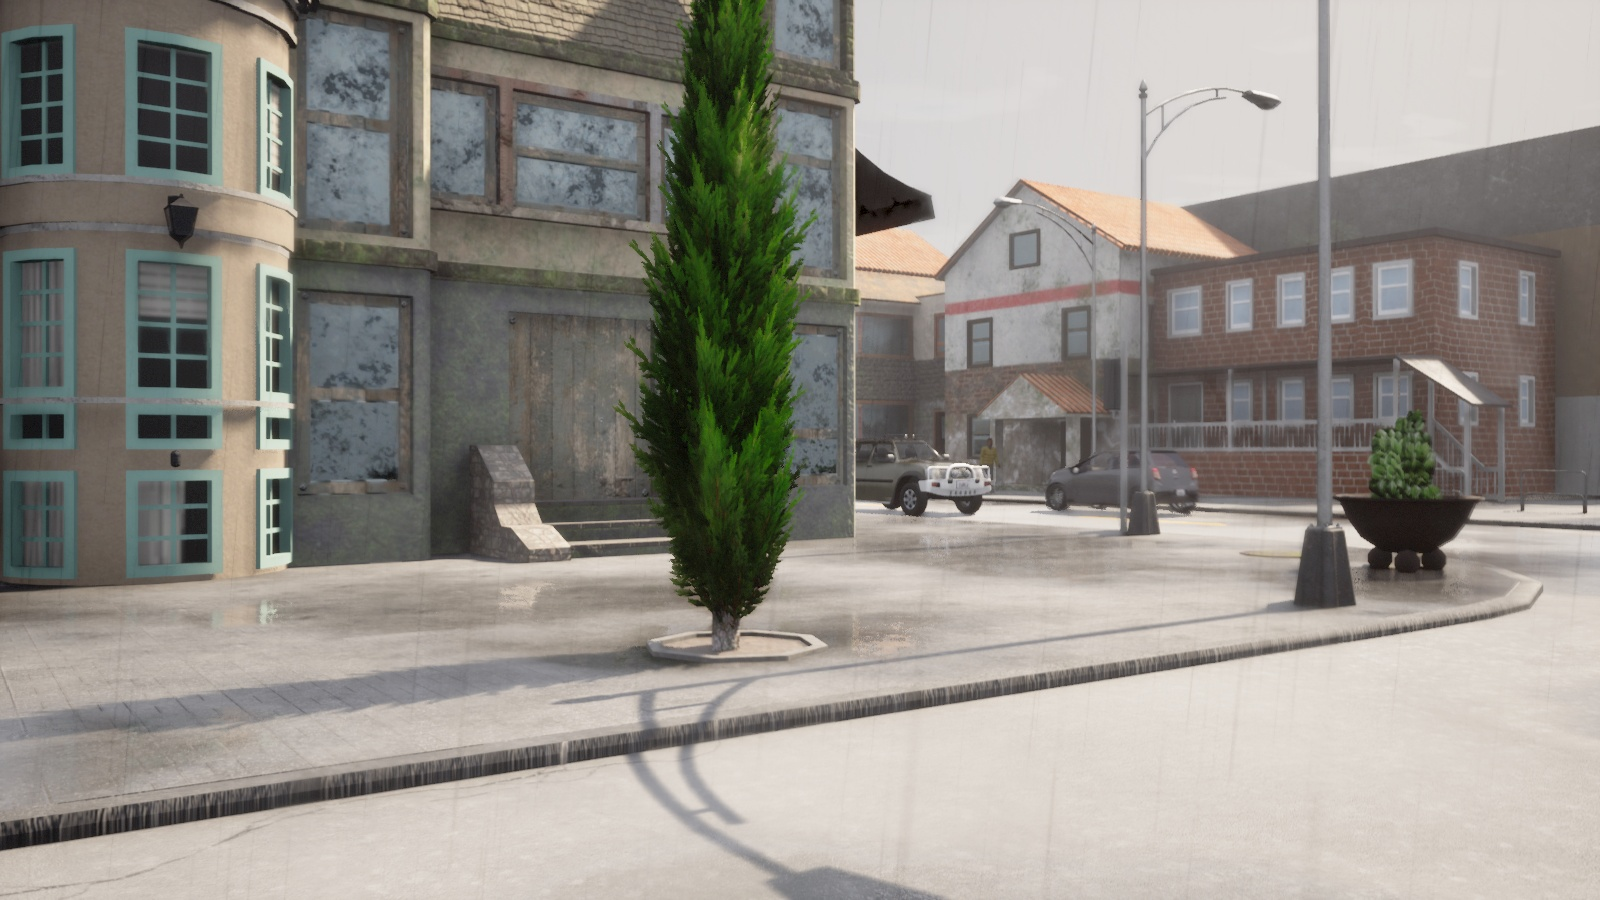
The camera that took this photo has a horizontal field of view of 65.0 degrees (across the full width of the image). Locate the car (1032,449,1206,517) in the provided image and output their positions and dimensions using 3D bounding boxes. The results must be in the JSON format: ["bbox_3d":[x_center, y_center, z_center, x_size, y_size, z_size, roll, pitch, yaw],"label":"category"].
[{"bbox_3d":[7.445,0.731,29.563,1.845,1.501,3.633,0,0,-35],"label":"car"}]

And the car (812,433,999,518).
[{"bbox_3d":[2.404,0.560,29.816,1.932,1.855,4.605,0,0,-34],"label":"car"}]

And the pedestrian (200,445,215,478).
[{"bbox_3d":[-33.427,0.650,70.859,0.634,1.844,0.899,0,0,-32],"label":"pedestrian"}]

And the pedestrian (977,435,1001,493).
[{"bbox_3d":[5.991,0.438,39.843,0.431,1.840,0.709,0,0,-24],"label":"pedestrian"}]
